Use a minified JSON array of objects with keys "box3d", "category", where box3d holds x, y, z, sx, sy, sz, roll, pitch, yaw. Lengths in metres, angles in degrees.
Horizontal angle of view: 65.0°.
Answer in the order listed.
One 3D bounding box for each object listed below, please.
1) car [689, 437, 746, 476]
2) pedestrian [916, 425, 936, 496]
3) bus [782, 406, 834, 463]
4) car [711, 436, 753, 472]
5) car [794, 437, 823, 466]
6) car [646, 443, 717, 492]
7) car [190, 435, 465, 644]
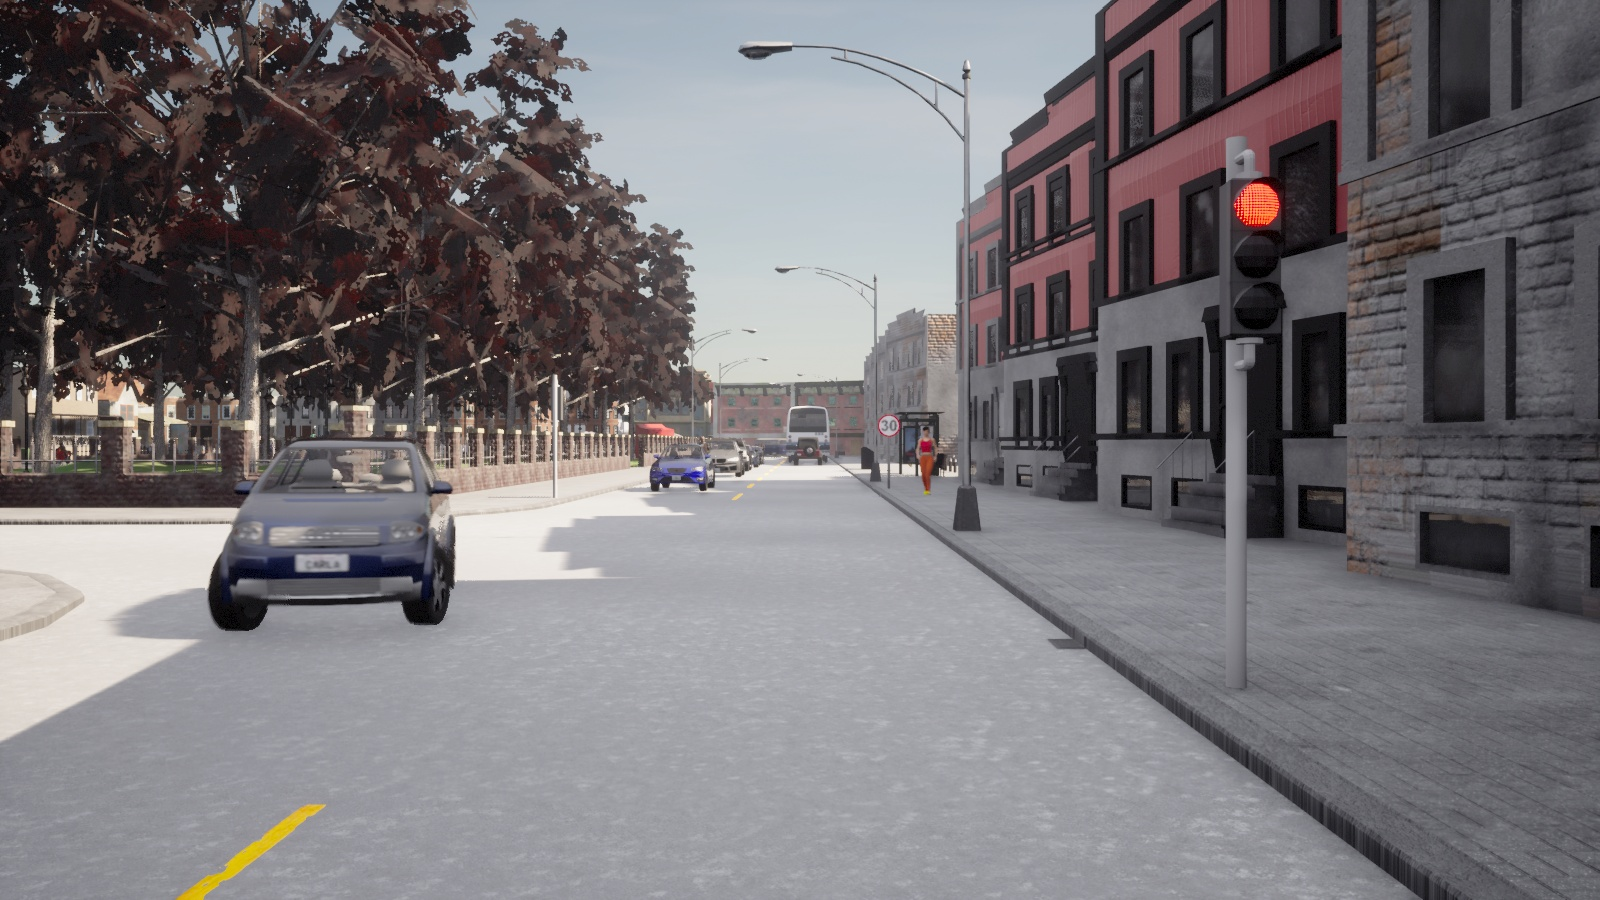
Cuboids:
[{"box3d":[-3.627,0.270,56.252,2.242,1.667,4.611,0,0,0],"category":"car"},{"box3d":[3.305,0.263,32.934,0.345,1.836,0.594,0,0,22],"category":"pedestrian"},{"box3d":[0.625,-1.189,99.157,3.944,4.253,10.273,0,0,0],"category":"bus"},{"box3d":[-3.560,0.187,66.136,1.932,1.855,4.605,0,0,1],"category":"car"},{"box3d":[0.548,0.068,84.104,1.905,1.878,3.866,0,0,0],"category":"car"},{"box3d":[-3.717,0.530,40.145,1.816,1.474,4.193,0,0,1],"category":"car"},{"box3d":[-4.035,0.658,11.300,1.789,1.549,3.705,0,0,-12],"category":"car"}]
